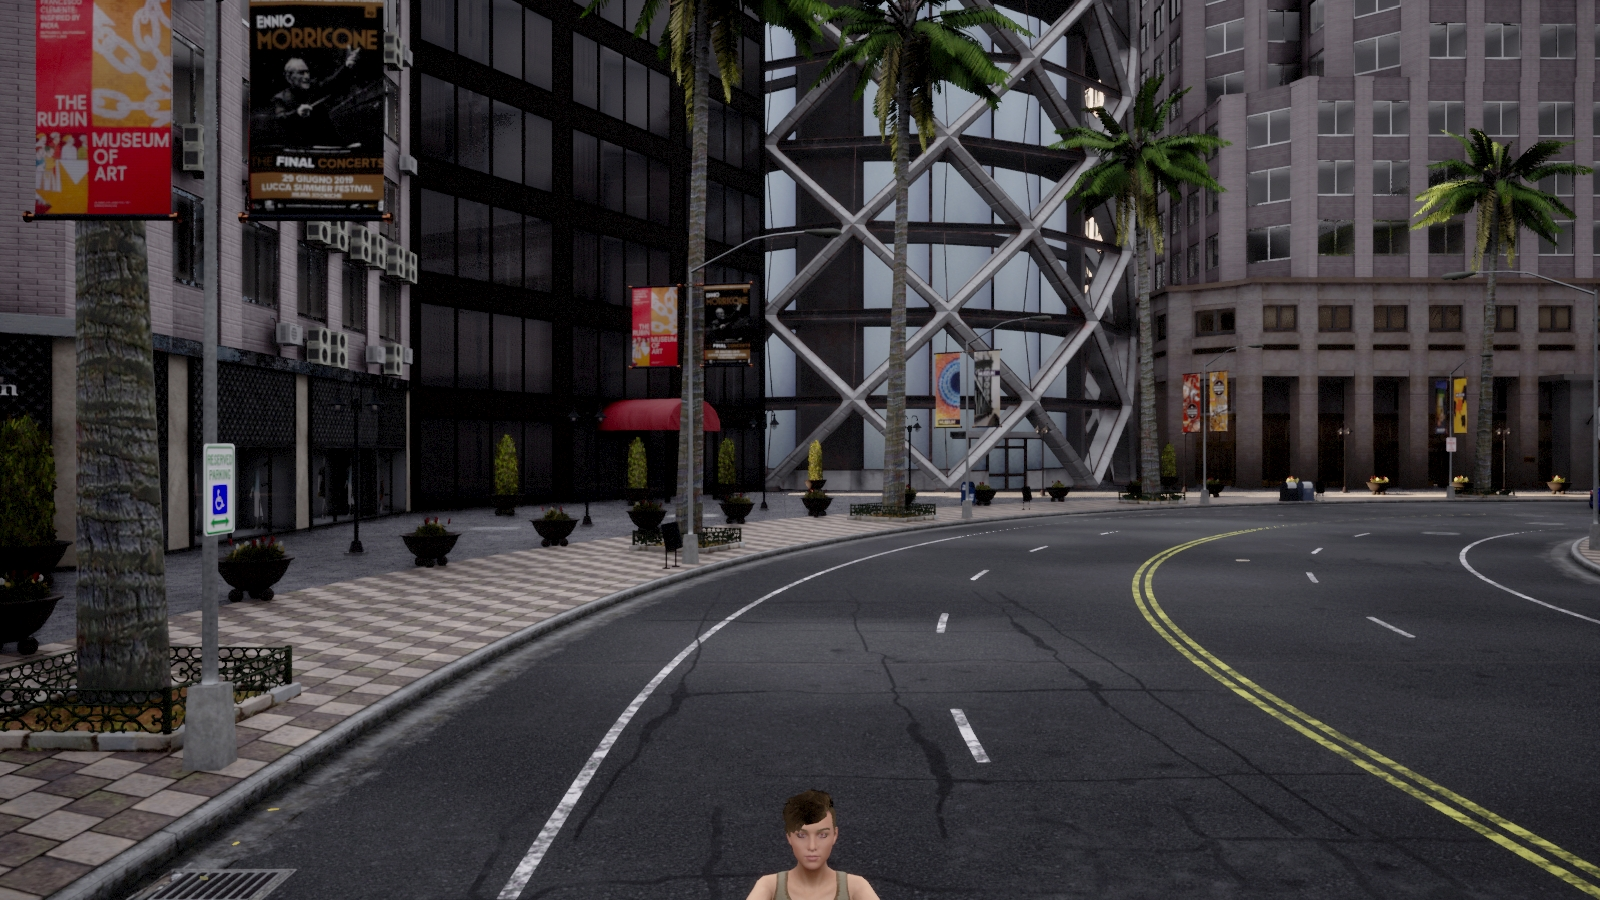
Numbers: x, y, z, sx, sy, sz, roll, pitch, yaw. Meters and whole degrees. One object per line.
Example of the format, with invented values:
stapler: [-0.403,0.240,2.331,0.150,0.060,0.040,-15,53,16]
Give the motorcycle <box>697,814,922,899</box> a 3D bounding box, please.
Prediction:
motorcycle: [0.030,2.170,3.616,0.764,1.277,2.356,0,0,1]

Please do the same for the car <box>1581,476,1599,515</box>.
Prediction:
car: [36.842,1.968,49.589,4.611,1.667,2.242,0,0,-11]
